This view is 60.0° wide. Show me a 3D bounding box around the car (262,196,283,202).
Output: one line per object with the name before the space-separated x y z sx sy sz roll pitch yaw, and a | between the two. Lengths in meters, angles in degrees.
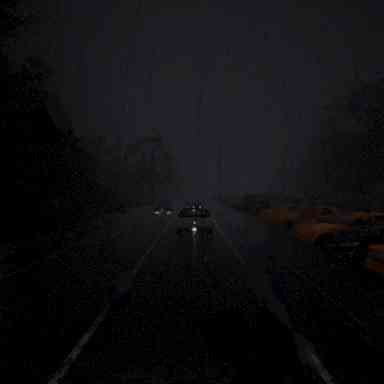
car | 20.564 1.694 85.305 5.008 1.535 2.097 0 -1 0

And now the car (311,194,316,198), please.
car | 20.284 1.458 49.441 4.674 1.452 2.002 0 0 0

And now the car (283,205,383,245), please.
car | 6.727 1.481 13.452 5.366 1.575 1.946 0 0 0

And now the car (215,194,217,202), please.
car | 7.285 1.433 60.634 5.008 1.535 2.097 0 0 0

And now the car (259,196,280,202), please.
car | 20.587 1.742 88.201 5.008 1.535 2.097 0 -1 0

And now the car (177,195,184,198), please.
car | -2.878 1.270 79.449 1.812 1.442 4.674 0 -1 0

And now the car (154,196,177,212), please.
car | -3.239 1.472 38.600 2.033 1.411 5.357 0 0 0

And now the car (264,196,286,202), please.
car | 20.541 1.648 82.535 4.892 1.521 2.231 0 -1 0

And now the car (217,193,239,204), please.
car | 7.038 1.424 52.307 5.366 1.575 1.946 0 0 0

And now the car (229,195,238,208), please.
car | 7.083 1.446 38.425 4.792 1.488 2.163 0 0 0

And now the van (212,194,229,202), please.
van | 7.630 1.524 88.376 4.442 1.987 1.878 0 -1 0

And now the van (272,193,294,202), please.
van | 20.363 1.282 74.232 4.442 1.987 1.878 0 -1 0

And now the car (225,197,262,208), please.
car | 7.186 1.424 46.753 4.892 1.521 2.231 0 0 0

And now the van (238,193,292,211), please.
van | 7.184 1.187 32.872 4.442 1.987 1.878 0 0 0

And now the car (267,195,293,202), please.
car | 20.318 1.551 76.996 5.366 1.575 1.946 0 -1 0

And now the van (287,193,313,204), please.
van | 20.509 1.203 63.291 4.442 1.987 1.878 0 0 0

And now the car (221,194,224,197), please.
car | 7.195 1.426 49.529 4.892 1.521 2.231 0 0 0

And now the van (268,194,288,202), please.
van | 20.642 1.375 79.769 4.442 1.987 1.878 0 -1 0

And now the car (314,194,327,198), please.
car | 20.252 1.416 46.546 5.008 1.535 2.097 0 0 0

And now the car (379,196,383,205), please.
car | 20.130 1.404 29.925 5.008 1.535 2.097 0 0 0

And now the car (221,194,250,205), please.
car | 7.215 1.303 55.082 4.553 1.767 2.185 0 0 0

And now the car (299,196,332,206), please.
car | 20.322 1.462 54.856 4.674 1.452 2.002 0 0 0

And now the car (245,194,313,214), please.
car | 7.055 1.286 27.323 4.553 1.767 2.185 0 0 0

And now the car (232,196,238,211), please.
car | 7.061 1.444 35.649 4.792 1.488 2.163 0 0 0

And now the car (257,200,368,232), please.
car | 6.772 1.438 19.125 5.366 1.575 1.946 0 0 0

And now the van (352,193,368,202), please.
van | 20.052 1.182 35.467 4.442 1.987 1.878 0 0 0

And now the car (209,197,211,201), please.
car | 7.497 1.703 85.597 5.008 1.535 2.097 0 -1 0

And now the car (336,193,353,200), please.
car | 20.163 1.159 38.235 5.566 2.045 2.435 0 0 0

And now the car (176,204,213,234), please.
car | 0.127 1.549 18.650 1.895 1.301 4.718 0 0 0

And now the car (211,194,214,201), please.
car | 7.386 1.188 68.962 5.566 2.045 2.435 0 0 0

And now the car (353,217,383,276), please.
car | 7.053 1.525 7.898 5.366 1.575 1.946 0 0 0

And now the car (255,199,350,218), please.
car | 7.164 1.422 21.775 5.366 1.575 1.946 0 0 0

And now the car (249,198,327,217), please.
car | 6.995 1.416 24.544 4.892 1.521 2.231 0 0 0

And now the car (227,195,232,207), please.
car | 7.106 1.448 41.201 4.792 1.488 2.163 0 0 0

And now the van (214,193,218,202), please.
van | 7.219 1.211 66.187 4.442 1.987 1.878 0 0 0

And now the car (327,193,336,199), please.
car | 20.185 1.161 41.005 5.566 2.045 2.435 0 0 0

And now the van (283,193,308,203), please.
van | 20.530 1.204 65.936 4.442 1.987 1.878 0 0 0

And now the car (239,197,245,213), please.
car | 7.075 1.440 30.096 4.792 1.488 2.163 0 0 0

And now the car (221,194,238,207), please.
car | 6.972 1.418 43.979 5.366 1.575 1.946 0 0 0

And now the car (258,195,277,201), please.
car | 20.582 1.661 90.848 4.553 1.767 2.185 0 -1 0

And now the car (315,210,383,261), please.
car | 6.896 1.507 10.675 4.892 1.521 2.231 0 0 0

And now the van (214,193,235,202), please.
van | 7.285 1.291 74.499 4.442 1.987 1.878 0 -1 0

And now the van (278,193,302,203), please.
van | 20.320 1.207 68.841 4.442 1.987 1.878 0 -1 0

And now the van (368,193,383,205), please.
van | 20.263 1.180 32.694 4.442 1.987 1.878 0 0 0

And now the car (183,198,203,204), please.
car | 0.189 1.526 34.960 1.895 1.301 4.718 0 0 0
